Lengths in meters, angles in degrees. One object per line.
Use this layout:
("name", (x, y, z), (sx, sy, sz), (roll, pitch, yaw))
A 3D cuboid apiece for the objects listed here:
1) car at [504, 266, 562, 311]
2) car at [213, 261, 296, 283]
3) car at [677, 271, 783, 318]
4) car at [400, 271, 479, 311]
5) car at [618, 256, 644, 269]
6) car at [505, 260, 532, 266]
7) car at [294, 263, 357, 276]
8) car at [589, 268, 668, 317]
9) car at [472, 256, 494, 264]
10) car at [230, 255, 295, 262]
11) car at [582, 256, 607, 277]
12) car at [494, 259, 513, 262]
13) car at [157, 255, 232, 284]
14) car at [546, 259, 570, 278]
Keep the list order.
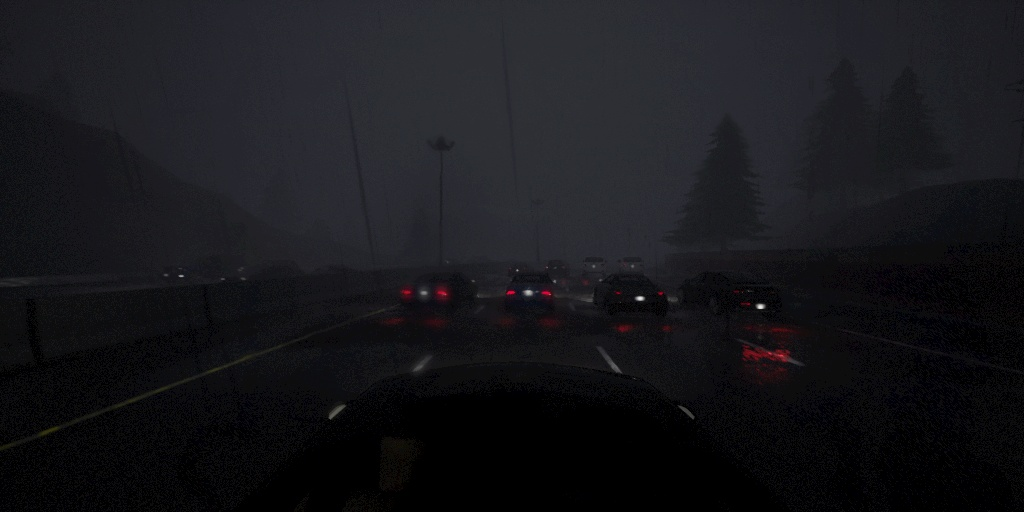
("car", (0.821, 1.303, 14.579), (2.033, 1.411, 5.357), (0, 0, 6))
("car", (-15.899, 1.256, 23.398), (2.033, 1.411, 5.357), (0, 0, 8))
("car", (7.776, 1.281, 13.299), (1.837, 1.490, 4.892), (0, 0, 5))
("car", (-2.692, 1.293, 14.479), (2.033, 1.411, 5.357), (0, 0, 6))
("car", (11.984, 1.016, 36.084), (2.150, 2.045, 5.566), (0, 0, 15))
("car", (0.970, 1.325, 35.364), (1.994, 1.385, 4.181), (0, 0, 14))
("car", (-12.164, 1.284, 24.289), (1.994, 1.385, 4.181), (0, 0, 9))
("car", (4.282, 1.330, 13.463), (1.994, 1.385, 4.181), (0, 0, 5))
("car", (-4.496, 1.245, 63.098), (2.128, 1.511, 4.902), (0, 0, 24))
("car", (-18.673, 1.053, 27.838), (2.097, 1.767, 4.553), (0, 0, 10))
("car", (8.165, 1.004, 35.389), (2.150, 2.045, 5.566), (0, 0, 15))
("car", (-0.759, 1.241, 62.946), (1.882, 1.535, 5.008), (0, 0, 24))
("car", (-22.466, 0.914, 26.459), (2.150, 2.045, 5.566), (0, 0, 9))
("car", (4.516, 1.124, 35.105), (2.097, 1.767, 4.553), (0, 0, 14))
